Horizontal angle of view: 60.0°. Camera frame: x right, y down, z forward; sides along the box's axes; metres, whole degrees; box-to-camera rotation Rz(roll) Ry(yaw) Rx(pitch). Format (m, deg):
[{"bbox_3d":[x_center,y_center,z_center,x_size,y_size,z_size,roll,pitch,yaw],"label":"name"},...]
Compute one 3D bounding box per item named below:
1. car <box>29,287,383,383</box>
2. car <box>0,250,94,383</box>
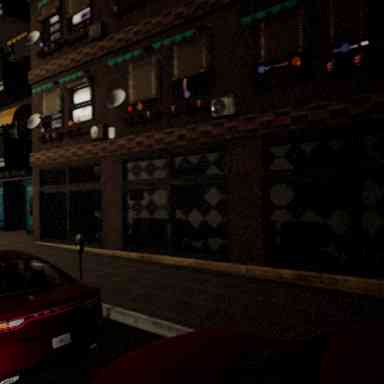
[{"bbox_3d":[1.209,1.545,1.881,4.507,1.381,1.887,0,-1,35],"label":"car"},{"bbox_3d":[-3.297,1.562,5.087,4.507,1.381,1.887,0,-1,35],"label":"car"}]
